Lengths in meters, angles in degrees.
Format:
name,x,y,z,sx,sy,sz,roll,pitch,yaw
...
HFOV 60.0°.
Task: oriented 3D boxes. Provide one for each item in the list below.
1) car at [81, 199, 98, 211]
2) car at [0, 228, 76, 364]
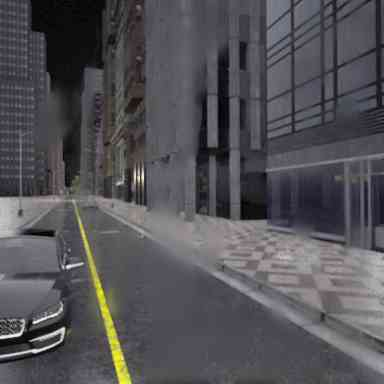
name,x,y,z,sx,sy,sz,roll,pitch,yaw
car,-12.868,1.550,41.910,2.033,1.411,5.357,0,0,-20
car,-3.174,1.506,6.105,1.837,1.490,4.892,0,0,-20
